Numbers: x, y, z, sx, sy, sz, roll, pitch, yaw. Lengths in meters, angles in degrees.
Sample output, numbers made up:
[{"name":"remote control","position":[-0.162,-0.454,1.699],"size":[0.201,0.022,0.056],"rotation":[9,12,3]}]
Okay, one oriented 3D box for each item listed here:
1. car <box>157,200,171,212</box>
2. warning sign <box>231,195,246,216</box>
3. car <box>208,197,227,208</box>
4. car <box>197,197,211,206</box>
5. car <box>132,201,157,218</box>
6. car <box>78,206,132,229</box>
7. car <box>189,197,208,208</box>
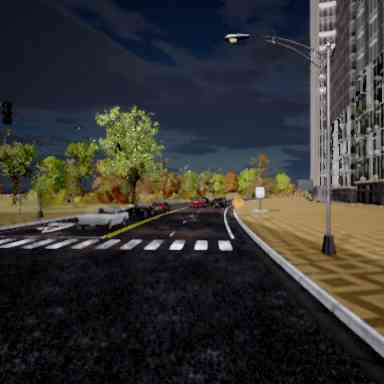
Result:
[{"name":"car","position":[-3.957,1.744,42.266],"size":[1.994,1.385,4.181],"rotation":[0,0,7]},{"name":"warning sign","position":[4.250,1.252,30.467],"size":[1.300,1.860,1.060],"rotation":[0,0,5]},{"name":"car","position":[4.102,1.714,52.385],"size":[1.882,1.535,5.008],"rotation":[0,0,9]},{"name":"car","position":[2.382,1.759,62.754],"size":[1.882,1.535,5.008],"rotation":[0,0,11]},{"name":"car","position":[-5.027,1.736,32.257],"size":[1.895,1.301,4.718],"rotation":[0,0,5]},{"name":"car","position":[-5.805,1.691,22.342],"size":[1.895,1.301,4.718],"rotation":[0,0,6]},{"name":"car","position":[0.932,1.588,53.270],"size":[2.097,1.767,4.553],"rotation":[0,0,9]}]
